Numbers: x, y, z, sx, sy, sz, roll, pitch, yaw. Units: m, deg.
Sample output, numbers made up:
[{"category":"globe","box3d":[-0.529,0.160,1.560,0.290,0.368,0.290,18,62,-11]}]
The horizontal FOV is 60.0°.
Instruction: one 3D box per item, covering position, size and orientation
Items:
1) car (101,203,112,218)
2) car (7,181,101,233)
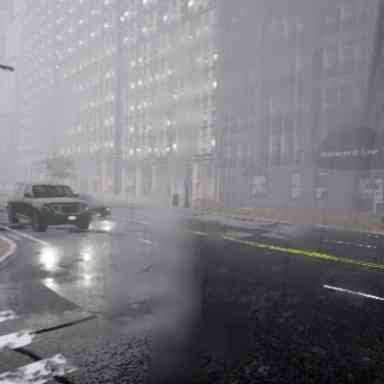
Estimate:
[{"category":"car","box3d":[-7.014,0.773,20.303,2.033,1.411,5.357,1,2,-44]},{"category":"car","box3d":[-6.671,0.569,15.266,2.150,2.045,5.566,1,2,-44]}]
